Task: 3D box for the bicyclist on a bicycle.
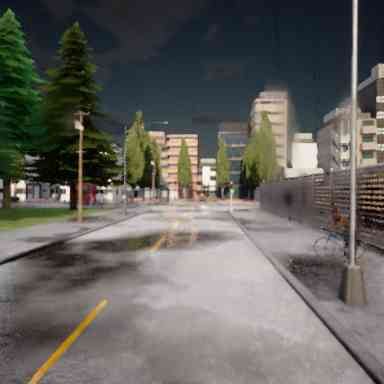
[{"bbox_3d":[4.757,1.345,10.707,1.656,1.620,0.582,0,0,3],"label":"bicyclist on a bicycle"}]
